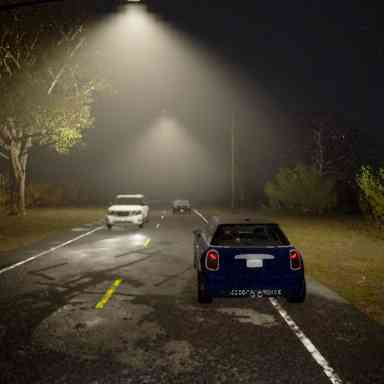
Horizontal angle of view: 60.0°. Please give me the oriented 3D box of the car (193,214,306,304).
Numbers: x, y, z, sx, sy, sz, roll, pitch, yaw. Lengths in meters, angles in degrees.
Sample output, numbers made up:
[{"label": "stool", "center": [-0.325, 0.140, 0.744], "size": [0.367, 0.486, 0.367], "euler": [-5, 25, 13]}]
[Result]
[{"label": "car", "center": [1.129, 1.346, 8.337], "size": [2.097, 1.767, 4.553], "euler": [0, 0, -1]}]

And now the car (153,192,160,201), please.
[{"label": "car", "center": [-8.969, 1.008, 79.371], "size": [2.150, 2.045, 5.566], "euler": [0, 0, -7]}]

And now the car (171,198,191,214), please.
[{"label": "car", "center": [-1.109, 1.547, 35.070], "size": [1.895, 1.301, 4.718], "euler": [0, 0, -3]}]

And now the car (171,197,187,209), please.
[{"label": "car", "center": [-1.843, 1.484, 45.335], "size": [1.994, 1.385, 4.181], "euler": [0, 0, -5]}]

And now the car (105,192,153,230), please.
[{"label": "car", "center": [-4.021, 1.199, 21.544], "size": [2.150, 2.045, 5.566], "euler": [0, 0, -2]}]
